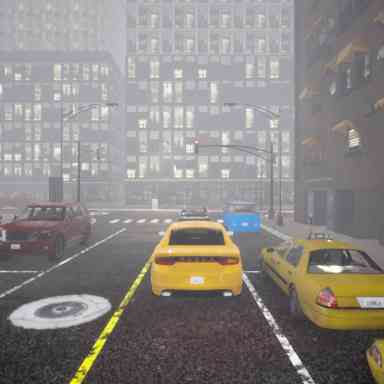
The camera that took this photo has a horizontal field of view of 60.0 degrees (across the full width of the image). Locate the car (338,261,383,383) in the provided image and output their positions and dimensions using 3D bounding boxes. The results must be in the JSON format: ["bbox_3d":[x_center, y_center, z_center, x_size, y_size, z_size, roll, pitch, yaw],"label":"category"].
[{"bbox_3d":[2.570,1.525,1.372,1.752,1.417,4.829,0,0,0],"label":"car"}]

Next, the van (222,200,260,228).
[{"bbox_3d":[2.597,1.346,18.122,1.690,1.788,3.998,0,0,0],"label":"van"}]

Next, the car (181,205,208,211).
[{"bbox_3d":[0.133,1.497,19.095,2.128,1.511,4.902,0,0,0],"label":"car"}]

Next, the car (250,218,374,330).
[{"bbox_3d":[2.579,1.527,7.012,1.752,1.417,4.829,0,0,0],"label":"car"}]

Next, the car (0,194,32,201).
[{"bbox_3d":[-20.815,1.112,38.136,5.009,1.841,2.192,1,-1,0],"label":"car"}]

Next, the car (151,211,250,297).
[{"bbox_3d":[0.112,1.479,8.623,1.882,1.535,5.008,0,0,0],"label":"car"}]

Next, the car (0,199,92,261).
[{"bbox_3d":[-5.292,1.318,12.495,2.192,1.841,5.009,0,0,0],"label":"car"}]
